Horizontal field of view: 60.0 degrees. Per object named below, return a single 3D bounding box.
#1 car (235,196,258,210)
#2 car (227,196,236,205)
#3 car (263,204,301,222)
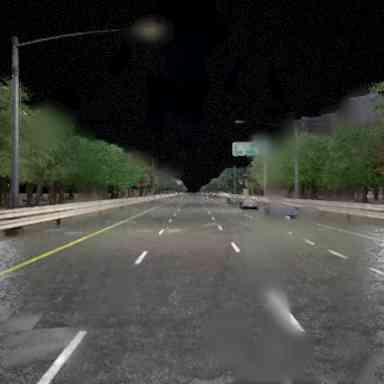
[{"bbox_3d":[7.113,1.556,42.261,1.994,1.385,4.181,0,0,0],"label":"car"},{"bbox_3d":[7.200,1.463,58.318,2.128,1.511,4.902,0,0,0],"label":"car"},{"bbox_3d":[7.047,1.600,26.583,1.895,1.301,4.718,0,0,0],"label":"car"}]
